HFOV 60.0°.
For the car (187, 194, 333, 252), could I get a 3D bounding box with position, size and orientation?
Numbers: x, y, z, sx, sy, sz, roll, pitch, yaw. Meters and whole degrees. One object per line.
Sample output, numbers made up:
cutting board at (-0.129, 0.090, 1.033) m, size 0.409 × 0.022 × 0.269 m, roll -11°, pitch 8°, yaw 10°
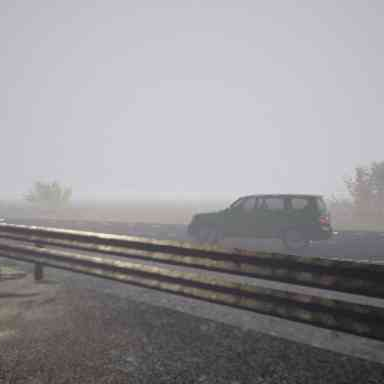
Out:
car at (2.580, 1.101, 13.206) m, size 5.566 × 2.045 × 2.150 m, roll 0°, pitch 0°, yaw 21°
